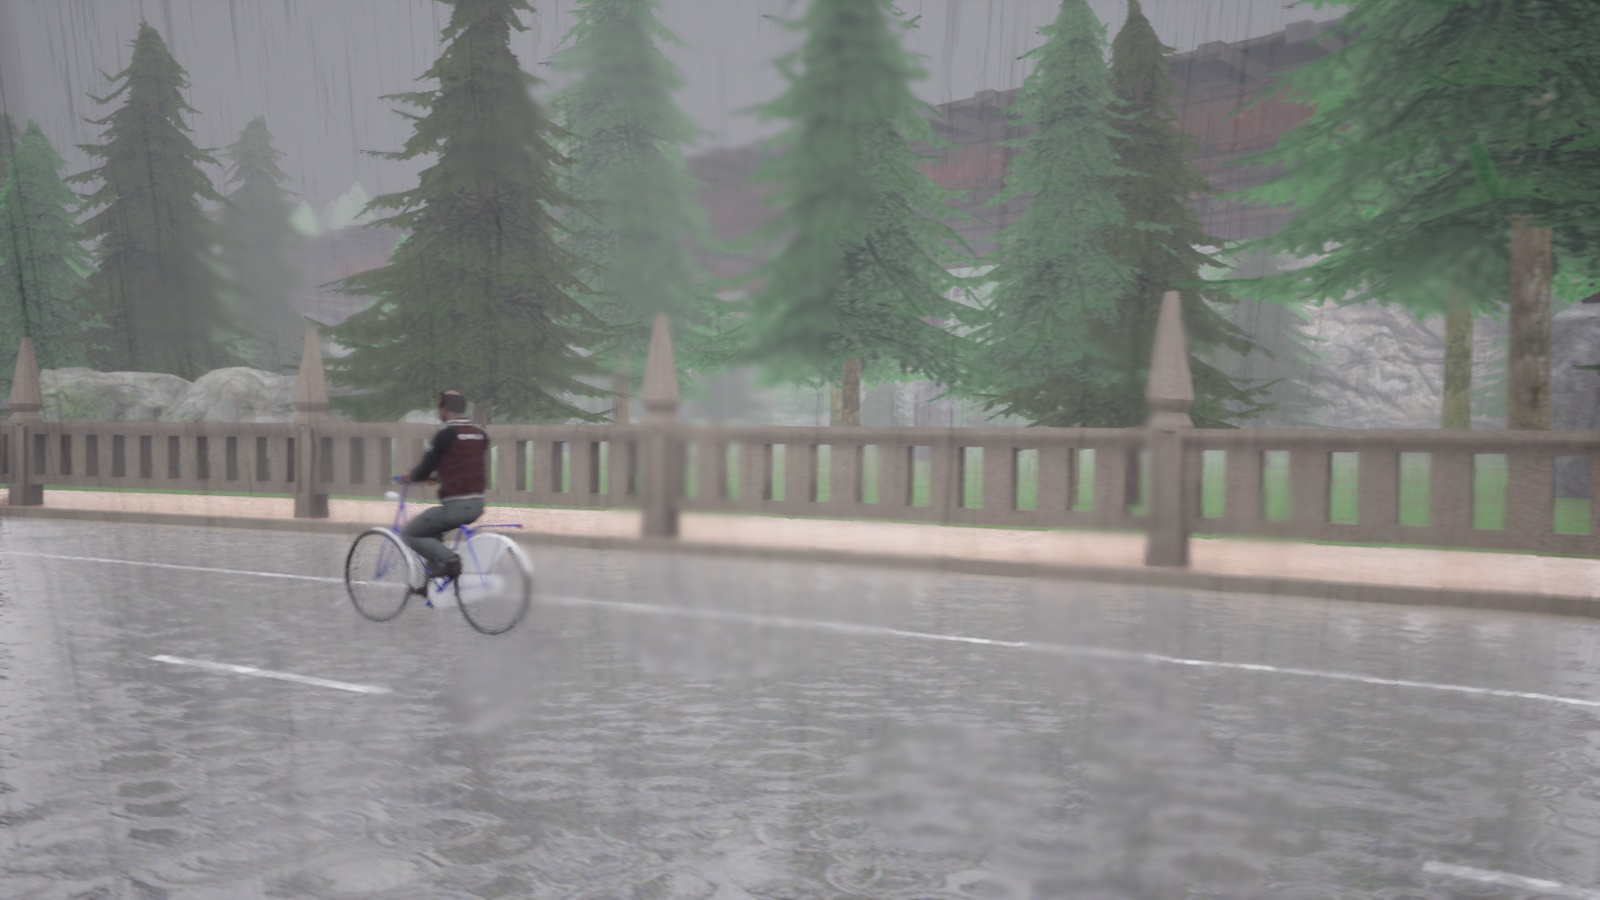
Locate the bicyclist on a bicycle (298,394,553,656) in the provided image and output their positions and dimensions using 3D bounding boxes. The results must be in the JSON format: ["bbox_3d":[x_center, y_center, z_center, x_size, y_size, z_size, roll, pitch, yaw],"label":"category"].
[{"bbox_3d":[-2.774,0.500,9.250,1.843,1.776,0.659,0,2,29],"label":"bicyclist on a bicycle"}]
